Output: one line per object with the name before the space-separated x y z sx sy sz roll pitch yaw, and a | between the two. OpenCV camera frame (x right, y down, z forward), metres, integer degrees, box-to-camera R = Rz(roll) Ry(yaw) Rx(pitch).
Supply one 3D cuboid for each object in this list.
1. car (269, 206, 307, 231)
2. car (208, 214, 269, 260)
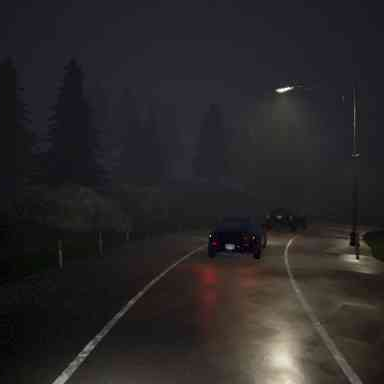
car | 7.305 1.949 25.386 2.097 1.767 4.553 0 -2 32
car | 1.864 1.661 13.030 1.812 1.442 4.674 0 -1 16
